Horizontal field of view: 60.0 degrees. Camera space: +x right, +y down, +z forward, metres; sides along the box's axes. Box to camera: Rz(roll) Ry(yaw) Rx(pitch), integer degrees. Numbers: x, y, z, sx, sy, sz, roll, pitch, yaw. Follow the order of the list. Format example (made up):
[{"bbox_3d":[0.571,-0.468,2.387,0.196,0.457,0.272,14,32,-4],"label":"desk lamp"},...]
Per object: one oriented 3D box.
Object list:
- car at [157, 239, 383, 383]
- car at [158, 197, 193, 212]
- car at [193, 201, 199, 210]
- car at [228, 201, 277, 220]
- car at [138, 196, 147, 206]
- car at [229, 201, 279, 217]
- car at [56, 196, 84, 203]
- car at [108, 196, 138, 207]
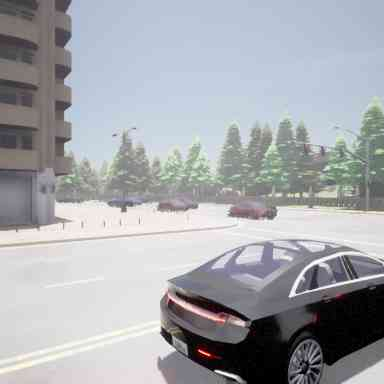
[{"bbox_3d":[1.847,1.492,5.103,4.902,1.511,2.128,0,0,-35],"label":"car"},{"bbox_3d":[-2.209,1.470,37.452,1.812,1.442,4.674,0,0,-35],"label":"car"},{"bbox_3d":[-1.069,1.450,41.883,1.837,1.490,4.892,0,0,-36],"label":"car"},{"bbox_3d":[4.865,1.509,27.280,1.994,1.385,4.181,0,0,-35],"label":"car"},{"bbox_3d":[-9.725,1.470,52.842,4.674,1.442,1.812,0,0,44],"label":"car"},{"bbox_3d":[5.844,1.545,32.023,1.895,1.301,4.718,0,0,-35],"label":"car"},{"bbox_3d":[-24.030,1.492,65.580,5.357,1.411,2.033,0,0,15],"label":"car"},{"bbox_3d":[-10.364,1.545,48.443,1.895,1.301,4.718,0,0,-41],"label":"car"}]
